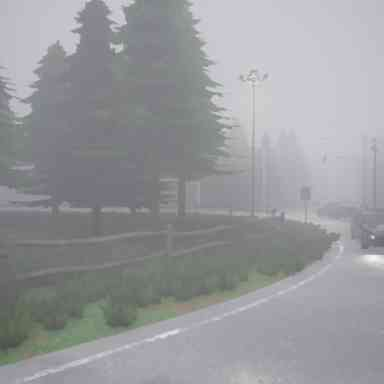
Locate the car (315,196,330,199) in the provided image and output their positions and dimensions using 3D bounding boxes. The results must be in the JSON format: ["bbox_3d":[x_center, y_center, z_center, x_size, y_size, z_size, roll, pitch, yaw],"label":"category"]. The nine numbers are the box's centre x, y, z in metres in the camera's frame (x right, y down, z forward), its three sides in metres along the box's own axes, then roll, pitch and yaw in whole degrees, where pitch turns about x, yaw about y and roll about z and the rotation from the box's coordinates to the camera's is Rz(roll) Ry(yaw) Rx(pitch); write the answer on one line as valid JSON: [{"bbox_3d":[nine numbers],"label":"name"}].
[{"bbox_3d":[30.878,1.595,79.715,1.882,1.535,5.008,0,0,-17],"label":"car"}]

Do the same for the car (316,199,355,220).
[{"bbox_3d":[12.332,1.579,28.390,1.812,1.442,4.674,0,0,-5],"label":"car"}]

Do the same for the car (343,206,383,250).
[{"bbox_3d":[8.109,1.577,14.467,2.033,1.411,5.357,0,0,18],"label":"car"}]

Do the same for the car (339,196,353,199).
[{"bbox_3d":[26.980,1.647,57.910,1.994,1.385,4.181,0,0,14],"label":"car"}]

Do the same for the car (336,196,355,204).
[{"bbox_3d":[32.009,1.604,69.384,1.837,1.490,4.892,0,0,3],"label":"car"}]
